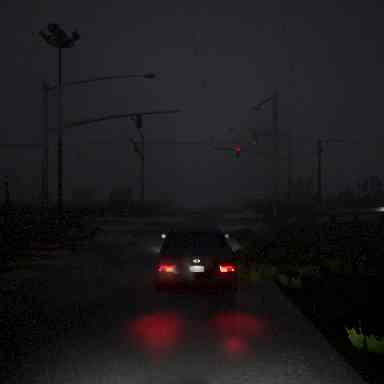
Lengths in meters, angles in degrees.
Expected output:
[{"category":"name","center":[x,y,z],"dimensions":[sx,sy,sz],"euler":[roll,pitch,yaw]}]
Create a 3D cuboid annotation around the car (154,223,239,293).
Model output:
[{"category":"car","center":[0.090,1.547,8.996],"dimensions":[2.033,1.411,5.357],"euler":[0,0,0]}]
